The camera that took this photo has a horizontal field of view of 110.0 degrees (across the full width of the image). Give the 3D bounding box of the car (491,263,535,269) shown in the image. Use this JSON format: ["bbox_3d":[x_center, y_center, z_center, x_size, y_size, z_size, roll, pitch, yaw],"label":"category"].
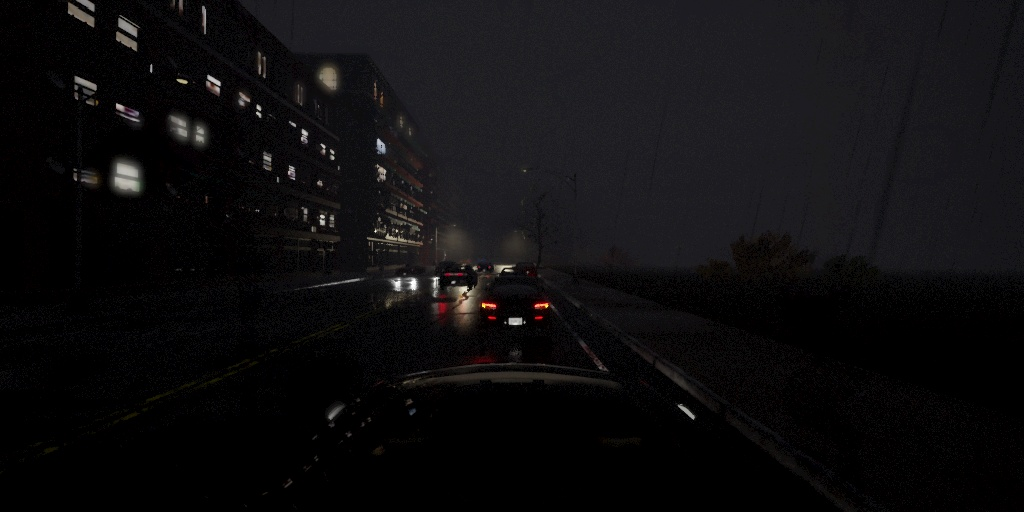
[{"bbox_3d":[0.055,1.317,20.391,1.994,1.385,4.181,0,0,0],"label":"car"}]

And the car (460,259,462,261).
[{"bbox_3d":[-6.688,1.258,36.635,1.837,1.490,4.892,0,0,0],"label":"car"}]

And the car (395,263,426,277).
[{"bbox_3d":[-9.934,1.354,35.372,1.895,1.301,4.718,0,0,0],"label":"car"}]

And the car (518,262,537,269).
[{"bbox_3d":[1.068,1.232,29.919,1.882,1.535,5.008,0,0,0],"label":"car"}]

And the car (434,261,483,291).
[{"bbox_3d":[-3.201,1.243,22.062,2.128,1.511,4.902,0,0,0],"label":"car"}]

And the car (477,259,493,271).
[{"bbox_3d":[-3.257,1.354,44.434,1.895,1.301,4.718,0,0,0],"label":"car"}]

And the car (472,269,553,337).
[{"bbox_3d":[0.071,1.277,10.224,1.812,1.442,4.674,0,0,0],"label":"car"}]
